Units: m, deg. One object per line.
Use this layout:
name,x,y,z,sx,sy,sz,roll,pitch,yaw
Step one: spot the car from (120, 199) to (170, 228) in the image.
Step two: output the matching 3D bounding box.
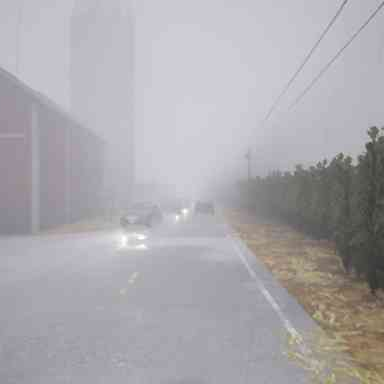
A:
car,-3.221,1.475,22.035,2.128,1.511,4.902,0,0,8

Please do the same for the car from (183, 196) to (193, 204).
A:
car,-0.732,1.481,61.917,1.812,1.442,4.674,0,0,-1

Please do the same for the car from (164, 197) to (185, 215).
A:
car,-2.172,1.326,33.791,2.097,1.767,4.553,0,0,4

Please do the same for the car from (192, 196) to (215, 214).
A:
car,1.362,1.451,35.504,1.882,1.535,5.008,0,0,4

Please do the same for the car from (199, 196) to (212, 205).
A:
car,2.462,1.447,60.809,2.128,1.511,4.902,0,0,-1

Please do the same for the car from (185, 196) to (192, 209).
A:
car,-1.333,1.458,46.003,2.128,1.511,4.902,0,0,4
